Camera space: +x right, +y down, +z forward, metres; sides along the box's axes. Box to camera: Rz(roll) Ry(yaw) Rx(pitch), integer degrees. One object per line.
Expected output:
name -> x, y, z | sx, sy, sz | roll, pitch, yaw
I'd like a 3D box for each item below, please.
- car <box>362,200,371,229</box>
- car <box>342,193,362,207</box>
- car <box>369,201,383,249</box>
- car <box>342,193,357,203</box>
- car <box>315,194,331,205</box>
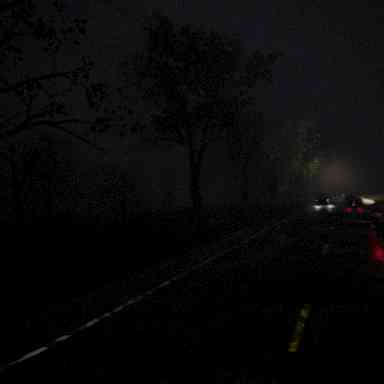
car -> 10.645, 1.196, 18.190 | 1.812, 1.442, 4.674 | -3, 0, 24
car -> 19.117, 1.072, 39.473 | 1.895, 1.301, 4.718 | -3, 0, 25
car -> 8.150, 1.242, 12.727 | 1.837, 1.490, 4.892 | -3, 0, 25
car -> 24.918, 0.891, 52.646 | 1.994, 1.385, 4.181 | -3, -1, 24
car -> 18.776, 1.029, 47.440 | 1.882, 1.535, 5.008 | -3, 0, 24
